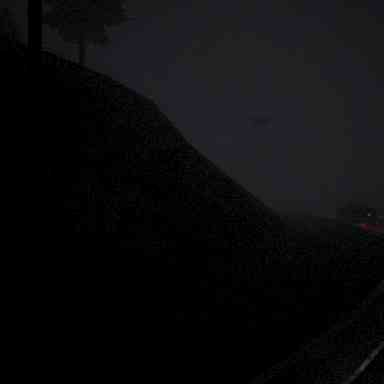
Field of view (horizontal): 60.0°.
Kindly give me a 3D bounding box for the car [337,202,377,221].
[{"bbox_3d":[14.049,1.617,28.487,1.812,1.442,4.674,0,0,2],"label":"car"}]
